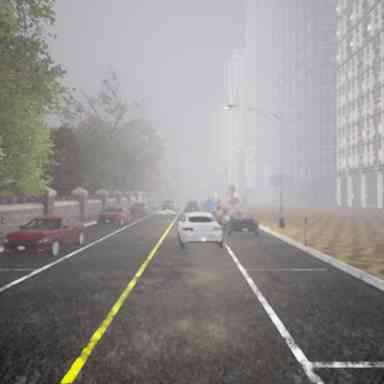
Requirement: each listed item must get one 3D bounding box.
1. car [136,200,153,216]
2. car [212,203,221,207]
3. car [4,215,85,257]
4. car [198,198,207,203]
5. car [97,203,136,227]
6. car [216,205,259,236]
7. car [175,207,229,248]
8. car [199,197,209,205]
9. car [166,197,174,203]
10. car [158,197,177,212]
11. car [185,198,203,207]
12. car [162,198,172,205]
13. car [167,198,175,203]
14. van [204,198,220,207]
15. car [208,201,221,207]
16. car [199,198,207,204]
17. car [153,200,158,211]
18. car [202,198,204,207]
[{"bbox_3d":[-5.693,1.795,35.876,1.887,1.381,4.507,0,0,0],"label":"car"},{"bbox_3d":[2.688,1.751,24.612,1.802,1.307,4.206,0,0,0],"label":"car"},{"bbox_3d":[-5.692,1.636,13.347,1.887,1.381,4.507,0,0,0],"label":"car"},{"bbox_3d":[2.682,2.207,86.565,2.008,1.369,4.403,0,-1,0],"label":"car"},{"bbox_3d":[-5.692,1.714,24.612,1.887,1.381,4.507,0,0,0],"label":"car"},{"bbox_3d":[2.689,1.680,18.980,2.008,1.369,4.403,0,0,0],"label":"car"},{"bbox_3d":[0.302,1.630,15.357,1.812,1.442,4.674,0,0,-4],"label":"car"},{"bbox_3d":[2.684,1.999,75.303,1.967,1.590,4.097,0,0,0],"label":"car"},{"bbox_3d":[-5.698,2.096,86.565,1.967,1.590,4.097,0,-1,0],"label":"car"},{"bbox_3d":[-3.074,1.821,44.311,1.837,1.490,4.892,0,-1,0],"label":"car"},{"bbox_3d":[0.097,1.811,40.597,1.812,1.442,4.674,0,0,0],"label":"car"},{"bbox_3d":[-5.696,2.125,75.301,1.947,1.339,4.313,0,0,0],"label":"car"},{"bbox_3d":[-5.698,2.274,92.195,1.947,1.339,4.313,0,-1,0],"label":"car"},{"bbox_3d":[2.687,1.633,41.511,1.690,1.788,3.998,0,0,0],"label":"van"},{"bbox_3d":[2.688,1.791,30.244,1.802,1.307,4.206,0,0,0],"label":"car"},{"bbox_3d":[2.683,2.188,80.933,1.802,1.307,4.206,0,-1,0],"label":"car"},{"bbox_3d":[-5.694,1.860,46.971,1.752,1.417,4.829,0,0,0],"label":"car"},{"bbox_3d":[2.686,1.961,52.772,1.802,1.307,4.206,0,0,0],"label":"car"}]
